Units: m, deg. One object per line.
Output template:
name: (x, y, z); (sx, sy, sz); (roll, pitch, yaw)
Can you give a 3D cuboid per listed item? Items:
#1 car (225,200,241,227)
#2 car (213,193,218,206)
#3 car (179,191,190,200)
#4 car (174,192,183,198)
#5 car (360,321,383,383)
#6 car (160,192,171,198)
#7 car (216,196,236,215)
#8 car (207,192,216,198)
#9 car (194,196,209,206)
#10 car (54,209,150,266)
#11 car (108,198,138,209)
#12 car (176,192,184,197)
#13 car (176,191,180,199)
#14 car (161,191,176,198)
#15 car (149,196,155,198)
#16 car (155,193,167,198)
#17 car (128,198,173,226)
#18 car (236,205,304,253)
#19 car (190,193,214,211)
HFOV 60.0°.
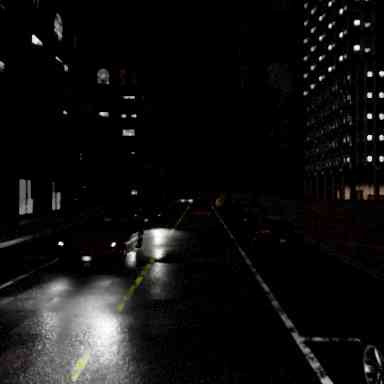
car: (3.179, 1.401, 18.671); (2.008, 1.369, 4.403); (1, 1, 2)
car: (3.785, 1.182, 41.111); (1.752, 1.417, 4.829); (1, 1, 2)
car: (-1.112, 0.817, 70.979); (1.882, 1.535, 5.008); (0, 0, 2)
car: (-3.396, 0.805, 85.707); (1.947, 1.339, 4.313); (1, 1, 2)
car: (2.727, 1.563, 1.970); (1.947, 1.339, 4.313); (1, 1, 2)
car: (-4.451, 1.092, 46.565); (1.752, 1.417, 4.829); (1, 1, 2)
car: (3.479, 1.304, 29.806); (2.008, 1.369, 4.403); (1, 1, 2)
car: (4.984, 0.725, 85.479); (1.967, 1.590, 4.097); (1, 1, 2)
car: (1.331, 1.196, 46.737); (1.895, 1.301, 4.718); (0, 1, 2)
car: (-2.826, 1.485, 11.247); (1.895, 1.301, 4.718); (0, 1, 1)
car: (-5.048, 1.321, 24.466); (1.947, 1.339, 4.313); (1, 1, 2)
car: (-3.245, 0.744, 91.274); (2.008, 1.369, 4.403); (1, 1, 2)
car: (-3.696, 0.876, 74.572); (1.887, 1.381, 4.507); (1, 1, 2)
car: (-4.292, 0.833, 52.301); (2.192, 1.841, 5.009); (1, 1, 2)
car: (-4.898, 1.258, 30.033); (2.008, 1.369, 4.403); (1, 1, 2)
car: (-4.598, 1.178, 41.168); (1.947, 1.339, 4.313); (1, 1, 2)
car: (-2.535, 1.321, 21.488); (1.812, 1.442, 4.674); (0, 1, 2)
car: (3.028, 1.443, 13.103); (1.887, 1.381, 4.507); (1, 1, 2)
car: (1.024, 1.169, 35.471); (1.882, 1.535, 5.008); (0, 1, 1)
